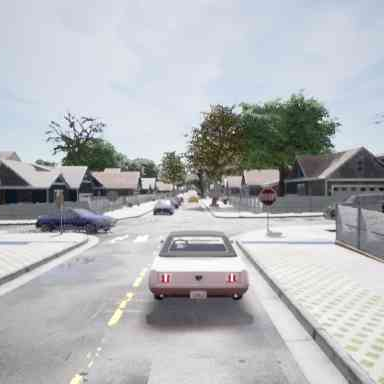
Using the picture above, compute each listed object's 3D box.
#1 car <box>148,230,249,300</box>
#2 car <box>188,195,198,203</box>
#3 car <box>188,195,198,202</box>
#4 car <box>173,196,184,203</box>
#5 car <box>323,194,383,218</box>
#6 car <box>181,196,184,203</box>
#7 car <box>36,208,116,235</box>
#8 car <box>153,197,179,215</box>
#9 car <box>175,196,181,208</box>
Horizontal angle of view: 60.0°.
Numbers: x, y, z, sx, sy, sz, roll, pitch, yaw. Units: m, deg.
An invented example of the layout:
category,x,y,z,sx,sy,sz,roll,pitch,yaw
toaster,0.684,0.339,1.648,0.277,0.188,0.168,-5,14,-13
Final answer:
category,x,y,z,sx,sy,sz,roll,pitch,yaw
car,0.126,1.592,8.318,1.895,1.301,4.718,0,0,0
car,0.267,1.335,66.138,1.882,1.535,5.008,0,0,0
car,0.196,1.365,76.098,2.128,1.511,4.902,0,0,0
car,-2.620,1.460,65.140,1.895,1.301,4.718,0,0,1
car,11.645,0.940,23.316,4.553,1.767,2.097,-2,0,0
car,-2.702,1.483,53.666,1.895,1.301,4.718,0,0,0
car,-6.705,1.634,19.164,4.674,1.442,1.812,-2,-1,15
car,-2.764,1.478,33.569,2.033,1.411,5.357,0,0,0
car,-2.734,1.431,43.595,1.812,1.442,4.674,0,0,1
